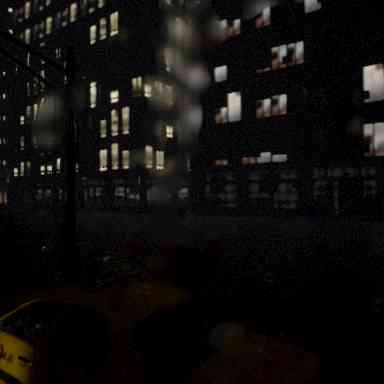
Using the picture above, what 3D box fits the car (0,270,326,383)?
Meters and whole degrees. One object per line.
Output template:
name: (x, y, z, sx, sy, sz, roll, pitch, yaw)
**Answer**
car: (-1.095, 1.551, 3.651, 4.829, 1.417, 1.752, -1, 0, 35)
